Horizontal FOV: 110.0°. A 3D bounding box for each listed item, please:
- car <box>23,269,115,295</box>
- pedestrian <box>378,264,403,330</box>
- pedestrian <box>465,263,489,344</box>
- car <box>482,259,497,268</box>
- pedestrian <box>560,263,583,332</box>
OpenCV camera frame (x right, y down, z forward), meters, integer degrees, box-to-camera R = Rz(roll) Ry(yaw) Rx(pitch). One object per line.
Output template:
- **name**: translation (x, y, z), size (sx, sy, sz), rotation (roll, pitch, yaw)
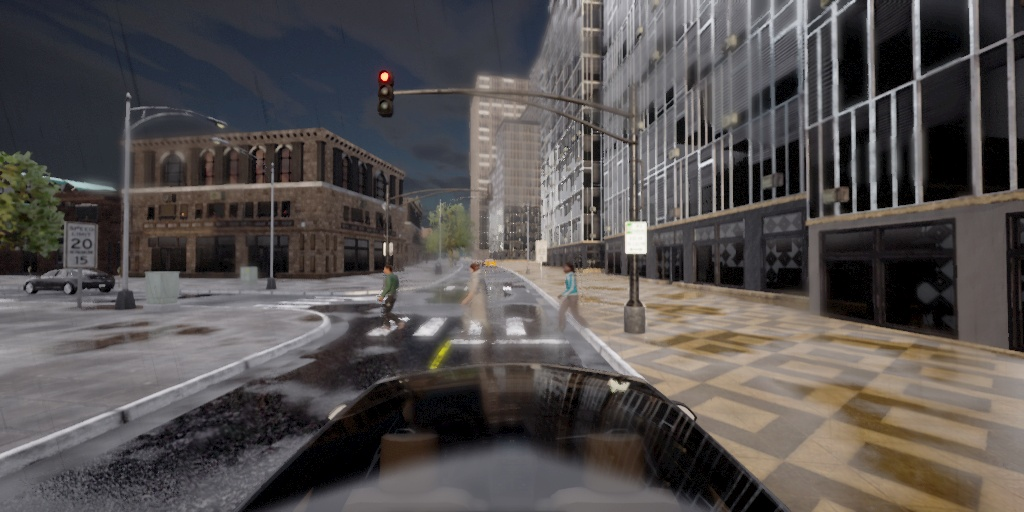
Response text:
- **car**: translation (-24.224, 1.368, 19.648), size (4.403, 1.370, 2.007), rotation (0, 0, 9)
- **pedestrian**: translation (-3.212, 1.038, 9.498), size (0.375, 1.860, 0.375), rotation (1, -1, -1)
- **pedestrian**: translation (-0.785, 1.040, 8.182), size (0.375, 1.860, 0.375), rotation (1, -1, -1)
- **car**: translation (-3.539, 1.177, 59.280), size (1.882, 1.535, 5.008), rotation (0, 0, -7)
- **pedestrian**: translation (1.506, 1.039, 9.113), size (0.375, 1.860, 0.375), rotation (1, -1, -1)
